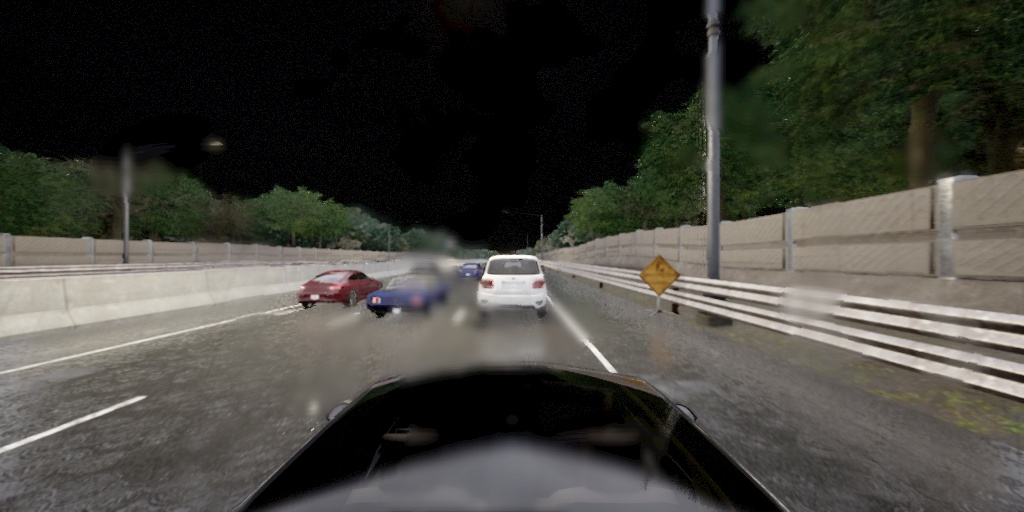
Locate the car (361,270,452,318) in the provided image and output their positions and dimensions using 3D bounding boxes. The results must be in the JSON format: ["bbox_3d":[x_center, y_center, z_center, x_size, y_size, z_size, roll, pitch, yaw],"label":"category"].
[{"bbox_3d":[-3.432,1.365,13.003,1.895,1.301,4.718,0,0,0],"label":"car"}]

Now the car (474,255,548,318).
[{"bbox_3d":[0.071,0.988,13.262,2.150,2.045,5.566,0,0,1],"label":"car"}]

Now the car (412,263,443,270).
[{"bbox_3d":[-6.915,1.293,29.557,1.837,1.490,4.892,0,0,0],"label":"car"}]

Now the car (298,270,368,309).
[{"bbox_3d":[-6.920,1.293,14.929,1.812,1.442,4.674,0,0,1],"label":"car"}]

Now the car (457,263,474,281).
[{"bbox_3d":[-3.412,1.313,30.531,1.812,1.442,4.674,0,0,0],"label":"car"}]

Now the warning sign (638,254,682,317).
[{"bbox_3d":[4.554,0.877,11.125,1.300,1.860,1.060,0,0,0],"label":"warning sign"}]

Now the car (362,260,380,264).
[{"bbox_3d":[-21.036,1.361,53.645,1.837,1.490,4.892,0,0,0],"label":"car"}]

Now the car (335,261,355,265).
[{"bbox_3d":[-24.532,1.456,52.987,1.895,1.301,4.718,0,0,1],"label":"car"}]
